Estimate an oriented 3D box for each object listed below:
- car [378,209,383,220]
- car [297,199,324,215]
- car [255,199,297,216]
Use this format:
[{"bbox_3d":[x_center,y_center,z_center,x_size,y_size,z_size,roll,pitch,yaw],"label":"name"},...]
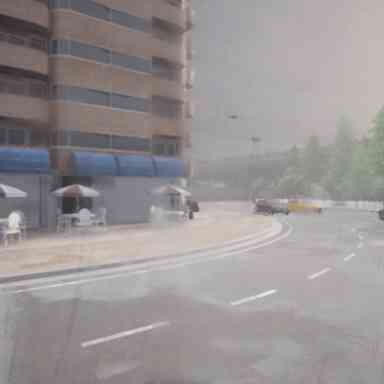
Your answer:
[{"bbox_3d":[15.501,1.502,24.466,1.812,1.442,4.674,0,0,6],"label":"car"},{"bbox_3d":[11.191,1.452,33.659,1.882,1.535,5.008,0,0,-16],"label":"car"},{"bbox_3d":[7.873,1.482,32.821,1.837,1.490,4.892,1,0,-15],"label":"car"}]
